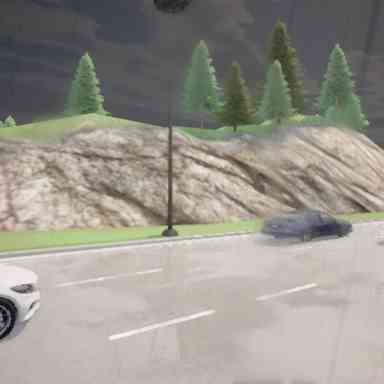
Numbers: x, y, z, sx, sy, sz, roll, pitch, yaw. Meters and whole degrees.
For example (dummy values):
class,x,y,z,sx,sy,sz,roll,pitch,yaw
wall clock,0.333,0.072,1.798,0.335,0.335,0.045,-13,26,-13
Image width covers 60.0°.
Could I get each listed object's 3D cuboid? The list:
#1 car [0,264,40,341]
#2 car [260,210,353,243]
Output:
class,x,y,z,sx,sy,sz,roll,pitch,yaw
car,-4.719,1.521,4.697,4.674,1.442,1.812,0,0,-35
car,5.766,1.601,16.461,5.357,1.411,2.033,0,0,-36
